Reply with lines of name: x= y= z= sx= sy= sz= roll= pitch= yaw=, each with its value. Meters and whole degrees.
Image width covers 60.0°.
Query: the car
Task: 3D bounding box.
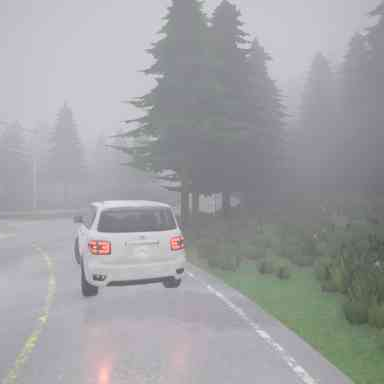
car: x=-1.894 y=1.221 z=8.971 sx=2.150 sy=2.045 sz=5.566 roll=0 pitch=0 yaw=-20
